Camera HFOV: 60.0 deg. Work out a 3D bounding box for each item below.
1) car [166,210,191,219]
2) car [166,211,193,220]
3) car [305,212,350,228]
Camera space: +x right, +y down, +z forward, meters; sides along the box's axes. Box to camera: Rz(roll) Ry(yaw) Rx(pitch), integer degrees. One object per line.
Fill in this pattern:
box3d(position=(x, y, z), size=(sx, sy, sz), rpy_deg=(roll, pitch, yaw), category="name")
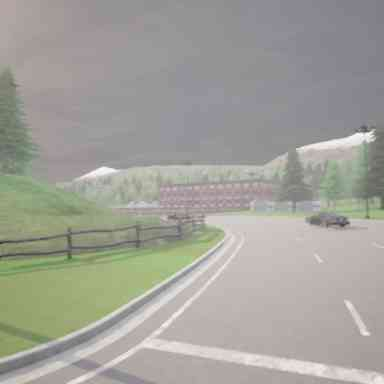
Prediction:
box3d(position=(-2.387, 3.839, 56.532), size=(1.994, 1.385, 4.181), rpy_deg=(2, -3, -43), category="car")
box3d(position=(-1.990, 3.651, 50.962), size=(1.895, 1.301, 4.718), rpy_deg=(1, -3, -38), category="car")
box3d(position=(12.664, 2.579, 31.388), size=(2.033, 1.411, 5.357), rpy_deg=(-1, -2, -7), category="car")
